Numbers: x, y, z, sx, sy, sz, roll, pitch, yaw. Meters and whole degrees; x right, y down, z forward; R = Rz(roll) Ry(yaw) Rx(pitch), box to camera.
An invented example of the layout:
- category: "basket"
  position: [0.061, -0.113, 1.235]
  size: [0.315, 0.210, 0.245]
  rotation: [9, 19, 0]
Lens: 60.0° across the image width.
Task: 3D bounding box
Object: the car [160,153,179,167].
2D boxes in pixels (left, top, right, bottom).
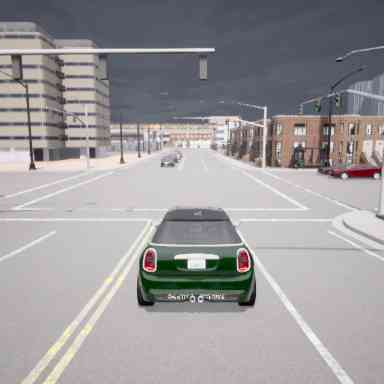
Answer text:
- category: "car"
  position: [-3.519, -4.505, 48.861]
  size: [2.128, 1.511, 4.902]
  rotation: [0, 8, 1]

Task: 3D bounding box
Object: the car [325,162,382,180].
- category: "car"
  position: [16.043, -2.055, 32.286]
  size: [5.008, 1.535, 1.882]
  rotation: [0, 8, 0]

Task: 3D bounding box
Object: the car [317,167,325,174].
- category: "car"
  position: [16.389, -2.503, 35.764]
  size: [5.357, 1.411, 2.033]
  rotation: [0, 8, 0]

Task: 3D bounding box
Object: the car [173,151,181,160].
- category: "car"
  position: [-3.469, -5.910, 58.198]
  size: [1.882, 1.535, 5.008]
  rotation: [0, 8, 0]

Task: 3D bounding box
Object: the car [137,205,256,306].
- category: "car"
  position: [0.090, 1.077, 7.660]
  size: [2.097, 1.767, 4.553]
  rotation: [0, 4, 0]

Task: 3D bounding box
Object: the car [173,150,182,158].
- category: "car"
  position: [-3.352, -8.917, 77.543]
  size: [2.097, 1.767, 4.553]
  rotation: [0, 8, 0]

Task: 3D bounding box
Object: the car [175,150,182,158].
- category: "car"
  position: [-3.382, -7.247, 67.493]
  size: [1.812, 1.442, 4.674]
  rotation: [0, 8, 1]
